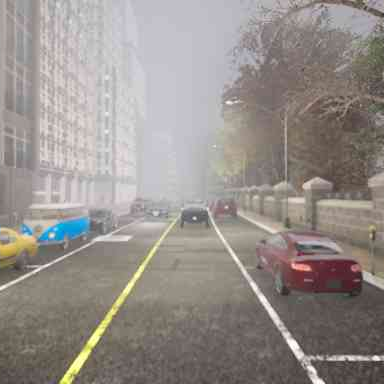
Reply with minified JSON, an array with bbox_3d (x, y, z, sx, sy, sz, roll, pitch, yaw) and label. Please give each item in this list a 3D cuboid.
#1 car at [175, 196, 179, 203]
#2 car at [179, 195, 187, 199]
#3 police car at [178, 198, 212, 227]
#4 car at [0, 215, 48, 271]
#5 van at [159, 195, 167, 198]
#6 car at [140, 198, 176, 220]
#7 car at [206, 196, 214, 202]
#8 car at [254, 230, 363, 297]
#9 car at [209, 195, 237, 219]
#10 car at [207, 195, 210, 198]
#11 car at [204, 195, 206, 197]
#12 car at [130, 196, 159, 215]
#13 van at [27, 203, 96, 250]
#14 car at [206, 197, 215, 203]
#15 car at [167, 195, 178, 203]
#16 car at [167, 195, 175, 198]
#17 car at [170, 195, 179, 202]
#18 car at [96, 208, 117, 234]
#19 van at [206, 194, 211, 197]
[{"bbox_3d":[-4.422,1.697,68.681,2.008,1.369,4.403,1,0,2],"label":"car"},{"bbox_3d":[-1.715,1.498,69.607,2.097,1.767,4.553,0,0,2],"label":"car"},{"bbox_3d":[0.218,1.495,23.777,1.930,1.638,5.238,0,0,1],"label":"police car"},{"bbox_3d":[-5.693,1.553,8.506,1.752,1.417,4.829,0,0,0],"label":"car"},{"bbox_3d":[-5.000,1.458,46.792,1.690,1.788,3.998,1,0,2],"label":"van"},{"bbox_3d":[-2.869,1.575,29.483,2.128,1.511,4.902,0,0,1],"label":"car"},{"bbox_3d":[4.244,1.734,79.383,1.802,1.307,4.206,1,0,2],"label":"car"},{"bbox_3d":[2.696,1.609,8.408,1.802,1.307,4.206,0,0,0],"label":"car"},{"bbox_3d":[2.941,1.398,30.093,2.192,1.841,5.009,1,0,2],"label":"car"},{"bbox_3d":[3.375,1.554,46.522,1.967,1.590,4.097,1,0,2],"label":"car"},{"bbox_3d":[3.956,1.584,68.429,1.967,1.590,4.097,1,0,2],"label":"car"},{"bbox_3d":[-5.290,1.413,35.847,2.192,1.841,5.009,1,0,2],"label":"car"},{"bbox_3d":[-5.681,1.386,14.236,1.690,1.788,3.998,0,0,0],"label":"van"},{"bbox_3d":[4.100,1.714,73.907,1.947,1.339,4.313,1,0,2],"label":"car"},{"bbox_3d":[-4.276,1.591,74.155,1.967,1.590,4.097,1,0,2],"label":"car"},{"bbox_3d":[-4.710,1.449,57.737,2.192,1.841,5.009,1,0,2],"label":"car"},{"bbox_3d":[-4.131,1.595,79.627,1.967,1.590,4.097,1,0,2],"label":"car"},{"bbox_3d":[-5.652,1.626,19.778,1.947,1.339,4.313,1,0,1],"label":"car"},{"bbox_3d":[3.667,1.472,57.476,1.690,1.788,3.998,1,0,2],"label":"van"}]
